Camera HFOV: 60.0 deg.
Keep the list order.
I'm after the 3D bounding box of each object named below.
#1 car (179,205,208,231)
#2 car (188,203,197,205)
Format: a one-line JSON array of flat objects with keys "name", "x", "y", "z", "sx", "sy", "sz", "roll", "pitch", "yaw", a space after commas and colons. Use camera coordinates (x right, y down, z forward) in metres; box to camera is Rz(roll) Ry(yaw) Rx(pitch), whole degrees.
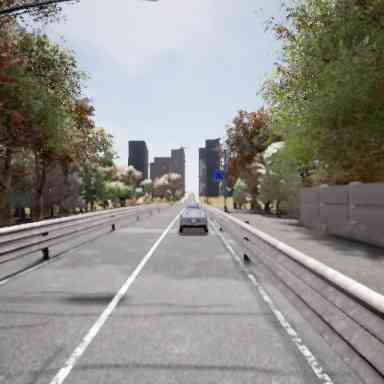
[{"name": "car", "x": 0.095, "y": 1.811, "z": 22.387, "sx": 2.033, "sy": 1.411, "sz": 5.357, "roll": 0, "pitch": -1, "yaw": 0}, {"name": "car", "x": 0.089, "y": 2.292, "z": 46.397, "sx": 1.812, "sy": 1.442, "sz": 4.674, "roll": 0, "pitch": -1, "yaw": 0}]
